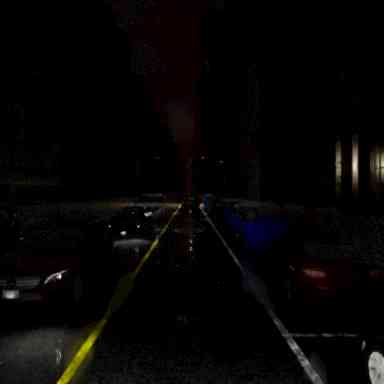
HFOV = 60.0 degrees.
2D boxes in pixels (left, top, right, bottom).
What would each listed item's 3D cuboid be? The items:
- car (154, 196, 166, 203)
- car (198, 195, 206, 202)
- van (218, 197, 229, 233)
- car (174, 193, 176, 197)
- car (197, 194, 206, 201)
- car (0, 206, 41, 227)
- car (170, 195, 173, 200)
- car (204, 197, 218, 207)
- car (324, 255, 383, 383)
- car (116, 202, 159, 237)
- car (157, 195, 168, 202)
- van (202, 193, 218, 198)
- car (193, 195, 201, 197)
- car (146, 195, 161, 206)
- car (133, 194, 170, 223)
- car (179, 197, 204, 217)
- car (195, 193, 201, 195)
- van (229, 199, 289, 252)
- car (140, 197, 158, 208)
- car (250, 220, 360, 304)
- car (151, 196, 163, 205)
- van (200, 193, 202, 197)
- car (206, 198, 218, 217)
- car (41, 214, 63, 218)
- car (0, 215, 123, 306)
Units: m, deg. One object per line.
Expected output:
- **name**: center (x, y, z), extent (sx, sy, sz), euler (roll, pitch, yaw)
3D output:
- **car**: center (-6.161, 1.465, 64.500), extent (1.947, 1.339, 4.313), euler (0, 0, 0)
- **car**: center (2.291, 1.400, 76.082), extent (1.752, 1.417, 4.829), euler (0, 0, 0)
- **van**: center (2.649, 1.299, 19.137), extent (1.690, 1.788, 3.998), euler (0, 0, 0)
- **car**: center (-6.340, 1.411, 92.886), extent (1.887, 1.381, 4.507), euler (0, 0, 0)
- **car**: center (2.256, 1.308, 81.590), extent (1.967, 1.590, 4.097), euler (0, 0, 0)
- **car**: center (-5.804, 1.304, 7.727), extent (2.192, 1.841, 5.009), euler (0, 0, 0)
- **car**: center (-6.269, 1.422, 81.532), extent (1.887, 1.381, 4.507), euler (0, 0, 0)
- **car**: center (2.542, 1.513, 36.169), extent (1.802, 1.307, 4.206), euler (0, 0, 0)
- **car**: center (2.756, 1.543, 2.105), extent (2.008, 1.369, 4.403), euler (0, 0, 0)
- **car**: center (-3.201, 1.513, 18.130), extent (2.033, 1.411, 5.357), euler (0, 0, -1)
- **car**: center (-6.196, 1.417, 70.006), extent (1.752, 1.417, 4.829), euler (0, 0, 0)
- **van**: center (2.506, 1.264, 41.847), extent (1.690, 1.788, 3.998), euler (0, 0, 0)
- **car**: center (-0.228, 1.471, 43.399), extent (2.033, 1.411, 5.357), euler (0, 0, 0)
- **car**: center (-6.090, 1.356, 53.145), extent (1.967, 1.590, 4.097), euler (0, 0, 0)
- **car**: center (-3.153, 1.159, 25.349), extent (2.150, 2.045, 5.566), euler (0, 0, 0)
- **car**: center (-0.128, 1.468, 30.608), extent (1.812, 1.442, 4.674), euler (0, 0, 0)
- **car**: center (2.327, 1.197, 70.233), extent (2.192, 1.841, 5.009), euler (0, 0, 0)
- **van**: center (2.685, 1.309, 13.460), extent (1.690, 1.788, 3.998), euler (0, 0, 0)
- **car**: center (-6.054, 1.474, 47.468), extent (2.008, 1.369, 4.403), euler (0, 0, 0)
- **car**: center (2.721, 1.562, 7.783), extent (1.802, 1.307, 4.206), euler (0, 0, 0)
- **car**: center (-6.125, 1.433, 58.652), extent (1.752, 1.417, 4.829), euler (0, 0, 0)
- **van**: center (2.470, 1.256, 47.524), extent (1.690, 1.788, 3.998), euler (0, 0, 0)
- **car**: center (2.578, 1.521, 30.492), extent (1.802, 1.307, 4.206), euler (0, 0, 0)
- **car**: center (-5.840, 1.559, 13.405), extent (1.802, 1.307, 4.206), euler (0, 0, 0)
- **car**: center (-3.144, 1.511, 8.099), extent (1.812, 1.442, 4.674), euler (0, 0, 0)
